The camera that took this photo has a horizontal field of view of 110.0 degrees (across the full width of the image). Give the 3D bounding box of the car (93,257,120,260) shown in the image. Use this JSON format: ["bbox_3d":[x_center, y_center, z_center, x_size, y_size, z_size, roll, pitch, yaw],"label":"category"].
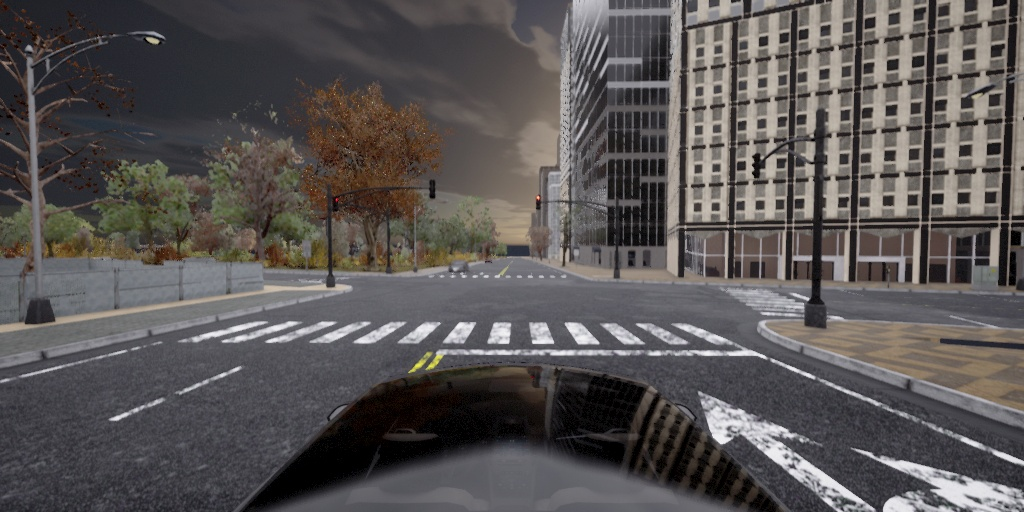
[{"bbox_3d":[-41.580,0.852,36.846,5.008,1.535,1.882,1,2,22],"label":"car"}]

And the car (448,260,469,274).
[{"bbox_3d":[-5.966,1.218,40.590,2.128,1.511,4.902,0,1,1],"label":"car"}]

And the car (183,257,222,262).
[{"bbox_3d":[-26.438,0.869,30.861,4.553,1.767,2.097,1,2,22],"label":"car"}]
